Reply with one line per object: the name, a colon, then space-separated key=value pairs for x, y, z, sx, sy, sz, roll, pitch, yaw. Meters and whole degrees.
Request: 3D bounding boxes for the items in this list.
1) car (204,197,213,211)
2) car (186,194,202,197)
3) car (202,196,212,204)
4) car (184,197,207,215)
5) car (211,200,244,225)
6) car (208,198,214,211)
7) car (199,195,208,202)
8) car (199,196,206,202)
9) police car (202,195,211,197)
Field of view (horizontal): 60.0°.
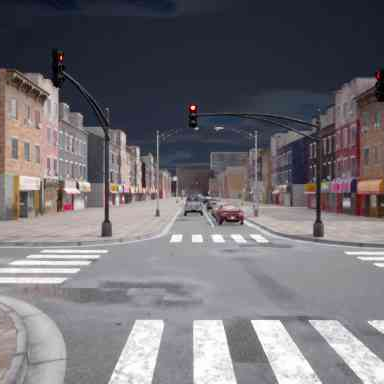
car: x=2.697 y=1.615 z=41.146 sx=1.947 sy=1.339 sz=4.313 roll=0 pitch=0 yaw=0
car: x=0.158 y=1.329 z=58.285 sx=2.150 sy=2.045 sz=5.566 roll=0 pitch=0 yaw=0
car: x=3.122 y=1.675 z=69.277 sx=1.812 sy=1.442 sz=4.674 roll=0 pitch=0 yaw=0
car: x=0.158 y=1.580 z=34.150 sx=2.033 sy=1.411 sz=5.357 roll=0 pitch=0 yaw=0
car: x=2.673 y=1.561 z=24.107 sx=1.887 sy=1.381 sz=4.507 roll=0 pitch=0 yaw=0
car: x=2.682 y=1.551 z=29.957 sx=1.752 sy=1.417 sz=4.829 roll=0 pitch=0 yaw=0
car: x=2.752 y=1.636 z=80.904 sx=1.967 sy=1.590 sz=4.097 roll=0 pitch=0 yaw=0
car: x=2.760 y=1.802 z=86.583 sx=1.802 sy=1.307 sz=4.206 roll=0 pitch=0 yaw=0
police car: x=3.097 y=1.546 z=62.387 sx=1.930 sy=1.638 sz=5.238 roll=0 pitch=0 yaw=0
